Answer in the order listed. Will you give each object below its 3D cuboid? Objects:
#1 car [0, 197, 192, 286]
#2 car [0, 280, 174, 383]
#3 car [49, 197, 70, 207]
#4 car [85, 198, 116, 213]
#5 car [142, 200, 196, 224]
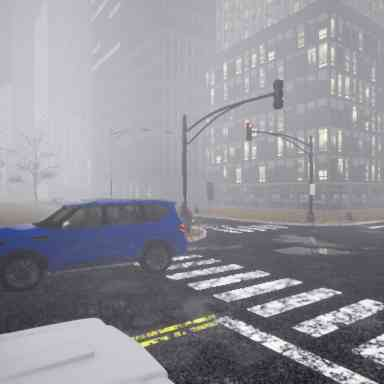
[{"bbox_3d":[-2.789,1.221,9.161,5.566,2.045,2.150,0,0,-31],"label":"car"},{"bbox_3d":[-2.297,1.601,1.804,4.718,1.301,1.895,0,0,-36],"label":"car"},{"bbox_3d":[-21.447,1.552,53.738,2.033,1.411,5.357,0,0,-35],"label":"car"},{"bbox_3d":[-10.591,1.511,38.210,1.837,1.490,4.892,0,0,-35],"label":"car"},{"bbox_3d":[-1.914,1.483,25.916,1.882,1.535,5.008,0,0,-35],"label":"car"}]
